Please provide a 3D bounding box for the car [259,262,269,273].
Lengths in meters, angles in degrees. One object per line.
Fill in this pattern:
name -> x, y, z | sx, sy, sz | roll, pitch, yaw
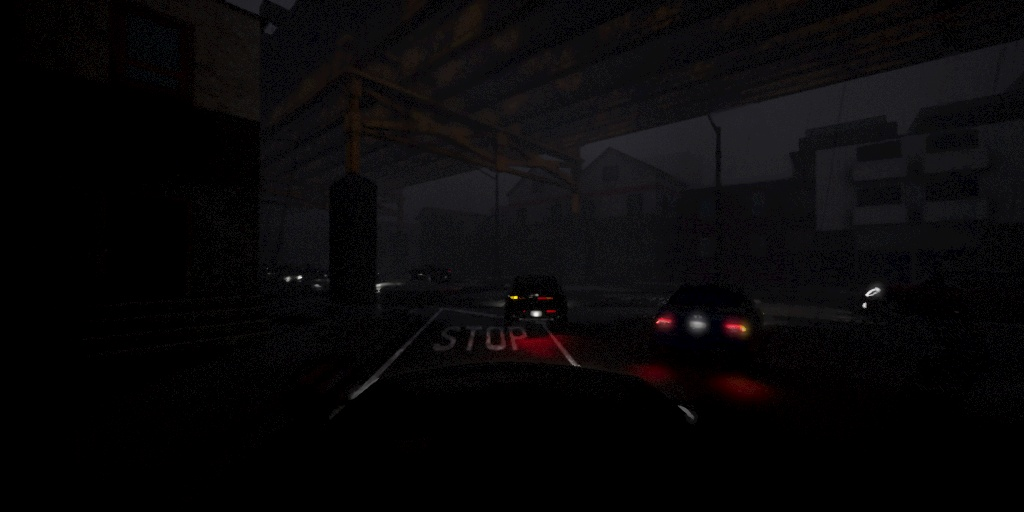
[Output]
car -> -35.986, 1.616, 50.320 | 4.892, 1.490, 1.837 | 0, -1, 33

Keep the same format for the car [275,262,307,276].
car -> -26.607, 1.625, 42.769 | 4.181, 1.385, 1.994 | 0, -1, 42

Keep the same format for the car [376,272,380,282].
car -> -13.152, 1.486, 30.703 | 4.892, 1.490, 1.837 | 0, -1, 42

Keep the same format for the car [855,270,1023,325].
car -> 13.931, 1.215, 11.265 | 4.553, 1.767, 2.097 | 0, -1, 42

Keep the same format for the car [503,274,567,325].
car -> 0.769, 1.350, 12.260 | 1.837, 1.490, 4.892 | 0, 0, 2

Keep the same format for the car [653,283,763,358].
car -> 4.933, 1.371, 8.863 | 2.033, 1.411, 5.357 | -1, -1, 34

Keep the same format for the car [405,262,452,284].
car -> -7.078, 1.480, 30.197 | 4.902, 1.511, 2.128 | 0, -1, 42

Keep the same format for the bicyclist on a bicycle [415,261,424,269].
bicyclist on a bicycle -> -11.249, 1.404, 43.763 | 0.582, 1.620, 1.656 | 0, -1, 42

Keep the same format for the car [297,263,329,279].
car -> -20.020, 1.623, 36.899 | 4.718, 1.301, 1.895 | 0, -1, 42
